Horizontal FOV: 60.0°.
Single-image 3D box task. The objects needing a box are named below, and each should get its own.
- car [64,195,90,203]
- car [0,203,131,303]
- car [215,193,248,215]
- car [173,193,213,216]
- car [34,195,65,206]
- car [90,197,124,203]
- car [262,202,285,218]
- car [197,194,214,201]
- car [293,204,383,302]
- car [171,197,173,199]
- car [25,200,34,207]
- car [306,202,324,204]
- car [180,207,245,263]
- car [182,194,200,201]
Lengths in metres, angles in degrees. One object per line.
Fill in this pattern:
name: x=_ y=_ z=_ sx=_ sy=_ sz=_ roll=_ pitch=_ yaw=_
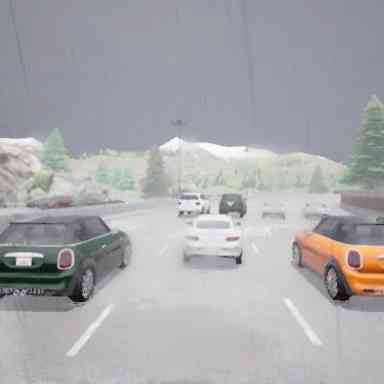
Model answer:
car: x=-12.272 y=1.351 z=38.789 sx=1.837 sy=1.490 sz=4.892 roll=0 pitch=0 yaw=15
car: x=-3.002 y=1.317 z=8.344 sx=2.097 sy=1.767 sz=4.553 roll=0 pitch=0 yaw=4
car: x=3.794 y=1.148 z=30.317 sx=2.150 sy=2.045 sz=5.566 roll=0 pitch=0 yaw=13
car: x=0.276 y=1.135 z=30.613 sx=2.150 sy=2.045 sz=5.566 roll=0 pitch=0 yaw=13
car: x=-15.802 y=1.185 z=39.109 sx=2.097 sy=1.767 sz=4.553 roll=0 pitch=0 yaw=15
car: x=-9.087 y=1.426 z=37.161 sx=1.994 sy=1.385 sz=4.181 roll=0 pitch=0 yaw=15
car: x=7.151 y=1.542 z=29.306 sx=1.895 sy=1.301 sz=4.718 roll=0 pitch=0 yaw=13
car: x=3.193 y=1.244 z=76.396 sx=1.882 sy=1.535 sz=5.008 roll=0 pitch=0 yaw=28
car: x=4.015 y=1.341 z=8.340 sx=2.097 sy=1.767 sz=4.553 roll=0 pitch=0 yaw=4
car: x=-3.225 y=1.285 z=79.264 sx=1.994 sy=1.385 sz=4.181 roll=0 pitch=0 yaw=28
car: x=-18.739 y=1.380 z=41.634 sx=1.994 sy=1.385 sz=4.181 roll=0 pitch=0 yaw=15
car: x=10.669 y=1.555 z=28.983 sx=1.895 sy=1.301 sz=4.718 roll=0 pitch=0 yaw=13
car: x=0.775 y=1.494 z=11.776 sx=1.812 sy=1.442 sz=4.674 roll=0 pitch=0 yaw=5
car: x=-0.221 y=1.277 z=77.467 sx=2.128 sy=1.511 sz=4.902 roll=0 pitch=0 yaw=28
